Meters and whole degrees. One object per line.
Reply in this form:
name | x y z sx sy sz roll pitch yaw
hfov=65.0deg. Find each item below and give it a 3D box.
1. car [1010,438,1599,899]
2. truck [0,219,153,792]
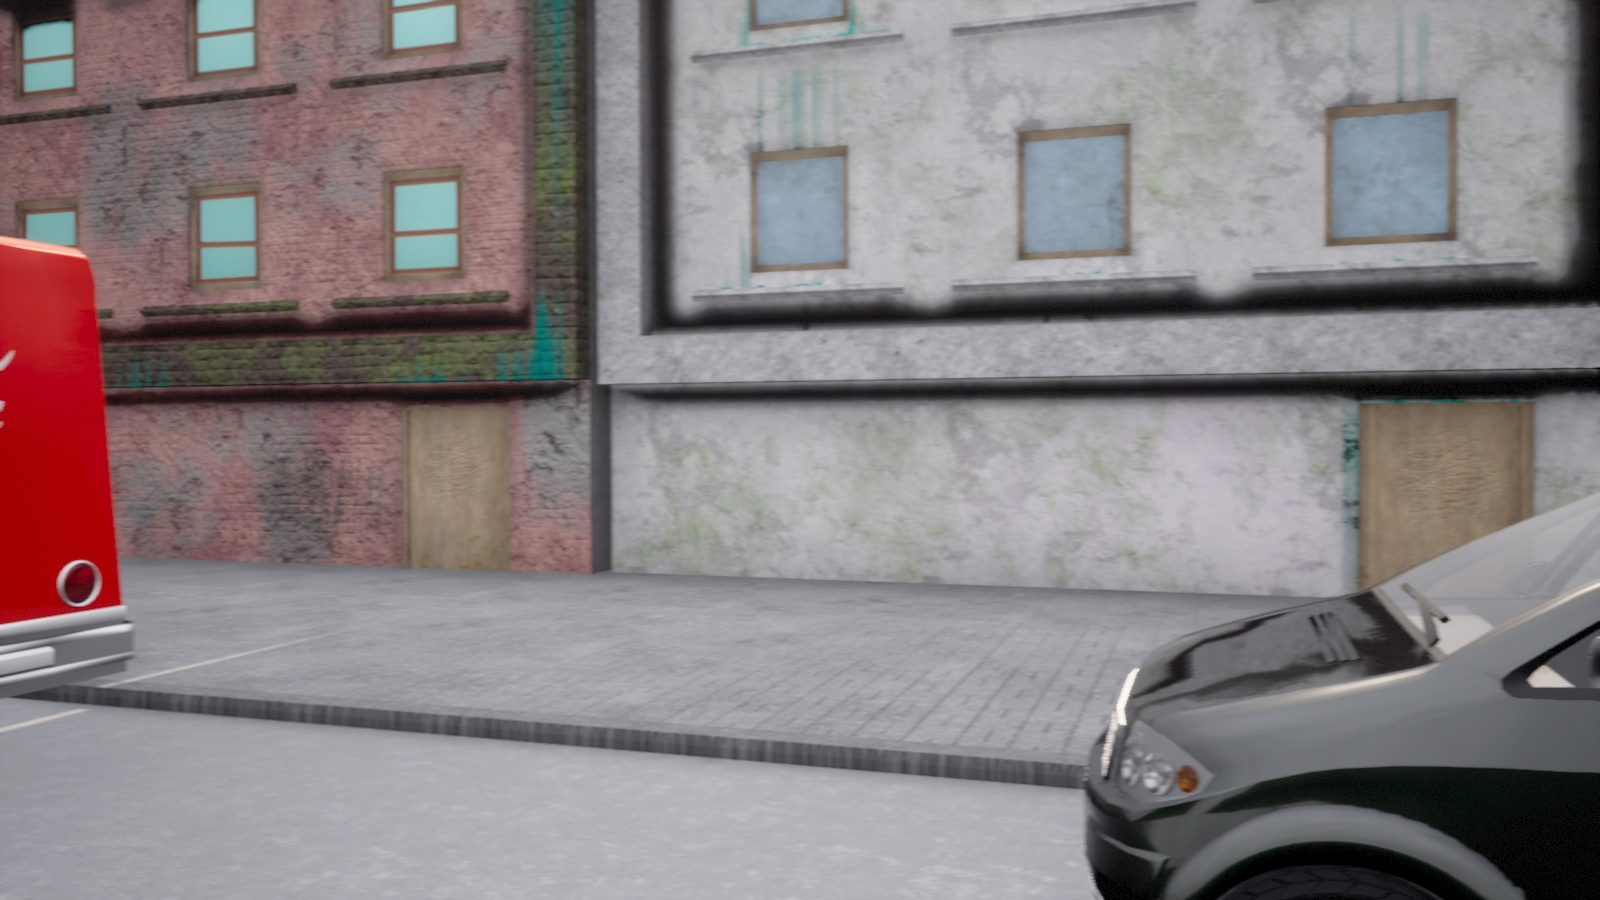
car | 2.483 0.770 2.884 3.705 1.549 1.789 1 1 19
truck | -6.067 0.225 5.754 5.204 2.467 2.627 1 1 19
